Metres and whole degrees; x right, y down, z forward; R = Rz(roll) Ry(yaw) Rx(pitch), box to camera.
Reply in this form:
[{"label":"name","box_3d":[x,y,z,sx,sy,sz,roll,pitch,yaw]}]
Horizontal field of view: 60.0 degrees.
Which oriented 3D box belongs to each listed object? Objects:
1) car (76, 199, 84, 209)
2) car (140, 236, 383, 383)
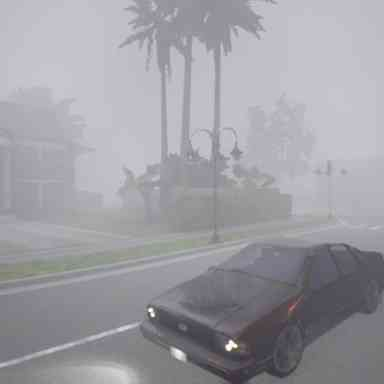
[{"label":"car","box_3d":[-15.628,1.236,40.577,1.932,1.855,4.605,0,0,43]},{"label":"car","box_3d":[1.748,1.547,5.827,5.357,1.411,2.033,0,0,-44]}]
